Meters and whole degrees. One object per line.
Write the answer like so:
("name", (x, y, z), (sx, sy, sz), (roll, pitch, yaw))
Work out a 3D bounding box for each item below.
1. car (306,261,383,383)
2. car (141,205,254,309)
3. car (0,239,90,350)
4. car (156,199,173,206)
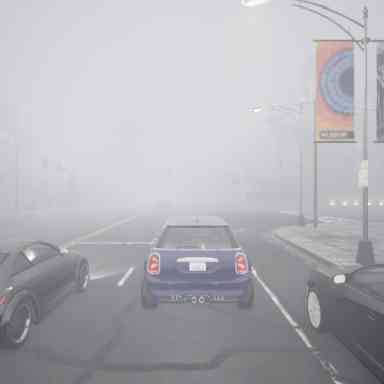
("car", (2.900, 1.480, 3.761), (2.097, 1.535, 5.008), (0, 0, 0))
("car", (0.099, 1.352, 8.044), (2.097, 1.767, 4.553), (0, 0, 0))
("car", (-3.401, 1.564, 6.224), (1.994, 1.385, 4.181), (0, 0, 0))
("car", (-3.406, 1.547, 41.748), (2.033, 1.411, 5.357), (0, 0, 0))
